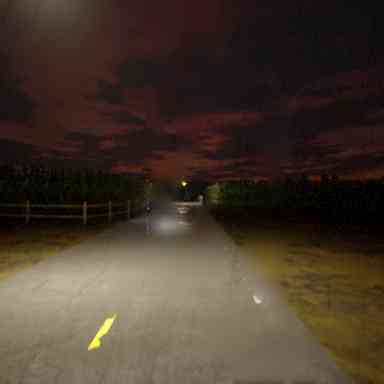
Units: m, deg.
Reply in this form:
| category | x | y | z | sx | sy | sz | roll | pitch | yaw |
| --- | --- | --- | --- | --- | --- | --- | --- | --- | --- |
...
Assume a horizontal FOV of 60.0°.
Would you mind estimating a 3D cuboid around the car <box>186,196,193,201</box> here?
| category | x | y | z | sx | sy | sz | roll | pitch | yaw |
| --- | --- | --- | --- | --- | --- | --- | --- | --- | --- |
| car | -0.648 | 1.788 | 94.480 | 1.994 | 1.385 | 4.181 | 0 | -1 | 0 |

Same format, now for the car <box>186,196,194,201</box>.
| category | x | y | z | sx | sy | sz | roll | pitch | yaw |
| --- | --- | --- | --- | --- | --- | --- | --- | --- | --- |
| car | -0.578 | 1.705 | 84.436 | 1.994 | 1.385 | 4.181 | 0 | -1 | 0 |

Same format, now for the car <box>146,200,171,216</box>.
| category | x | y | z | sx | sy | sz | roll | pitch | yaw |
| --- | --- | --- | --- | --- | --- | --- | --- | --- | --- |
| car | -2.957 | 1.435 | 30.107 | 1.895 | 1.301 | 4.718 | 0 | 0 | 0 |
